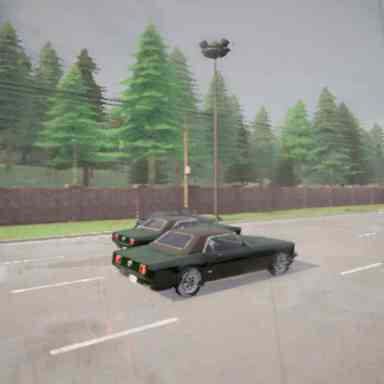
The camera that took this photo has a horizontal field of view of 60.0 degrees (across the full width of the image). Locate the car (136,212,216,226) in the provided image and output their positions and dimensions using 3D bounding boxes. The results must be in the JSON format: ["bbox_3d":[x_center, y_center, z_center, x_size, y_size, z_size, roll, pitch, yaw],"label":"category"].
[{"bbox_3d":[-0.347,1.550,12.098,4.718,1.301,1.895,-1,0,-36],"label":"car"}]

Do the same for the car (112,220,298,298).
[{"bbox_3d":[0.538,1.561,8.430,4.718,1.301,1.895,-1,0,-36],"label":"car"}]

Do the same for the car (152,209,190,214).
[{"bbox_3d":[-0.666,1.498,16.170,4.181,1.385,1.994,-1,0,-36],"label":"car"}]
